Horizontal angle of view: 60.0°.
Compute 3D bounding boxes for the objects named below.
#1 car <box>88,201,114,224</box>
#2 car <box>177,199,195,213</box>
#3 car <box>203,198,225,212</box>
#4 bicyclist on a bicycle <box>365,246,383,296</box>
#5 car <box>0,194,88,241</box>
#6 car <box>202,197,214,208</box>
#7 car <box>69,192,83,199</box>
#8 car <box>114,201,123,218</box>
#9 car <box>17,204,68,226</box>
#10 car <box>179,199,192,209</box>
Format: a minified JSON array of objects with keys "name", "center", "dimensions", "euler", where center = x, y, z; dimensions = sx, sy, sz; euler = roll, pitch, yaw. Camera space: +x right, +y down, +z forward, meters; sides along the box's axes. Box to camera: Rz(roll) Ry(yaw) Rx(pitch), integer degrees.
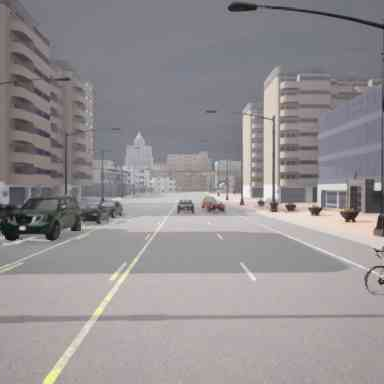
[{"name":"car","center":[-7.528,1.609,24.945],"dimensions":[1.994,1.385,4.181],"euler":[0,0,-1]},{"name":"car","center":[-0.716,1.581,38.180],"dimensions":[2.128,1.511,4.902],"euler":[0,0,-1]},{"name":"car","center":[2.751,1.696,39.731],"dimensions":[1.895,1.301,4.718],"euler":[0,0,-1]},{"name":"bicyclist on a bicycle","center":[4.539,1.449,7.205],"dimensions":[1.656,1.620,0.582],"euler":[-2,0,-1]},{"name":"car","center":[-7.448,1.239,17.238],"dimensions":[2.150,2.045,5.566],"euler":[0,0,-1]},{"name":"car","center":[2.540,1.479,49.137],"dimensions":[2.097,1.767,4.553],"euler":[0,0,-1]},{"name":"car","center":[-27.711,0.805,79.641],"dimensions":[1.970,1.475,3.806],"euler":[0,2,-1]},{"name":"car","center":[-7.705,1.543,30.771],"dimensions":[1.882,1.535,5.008],"euler":[0,0,0]},{"name":"car","center":[-11.027,1.646,24.868],"dimensions":[1.994,1.385,4.181],"euler":[0,0,-1]},{"name":"car","center":[-0.936,1.725,48.143],"dimensions":[1.895,1.301,4.718],"euler":[0,0,-1]}]
